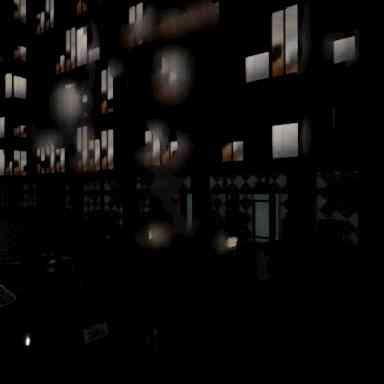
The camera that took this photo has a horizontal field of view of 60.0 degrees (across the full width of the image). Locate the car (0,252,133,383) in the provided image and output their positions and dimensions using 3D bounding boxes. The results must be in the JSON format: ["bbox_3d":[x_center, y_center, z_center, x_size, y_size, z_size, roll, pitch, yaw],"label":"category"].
[{"bbox_3d":[-2.733,1.565,4.836,4.313,1.339,1.947,0,0,36],"label":"car"}]
